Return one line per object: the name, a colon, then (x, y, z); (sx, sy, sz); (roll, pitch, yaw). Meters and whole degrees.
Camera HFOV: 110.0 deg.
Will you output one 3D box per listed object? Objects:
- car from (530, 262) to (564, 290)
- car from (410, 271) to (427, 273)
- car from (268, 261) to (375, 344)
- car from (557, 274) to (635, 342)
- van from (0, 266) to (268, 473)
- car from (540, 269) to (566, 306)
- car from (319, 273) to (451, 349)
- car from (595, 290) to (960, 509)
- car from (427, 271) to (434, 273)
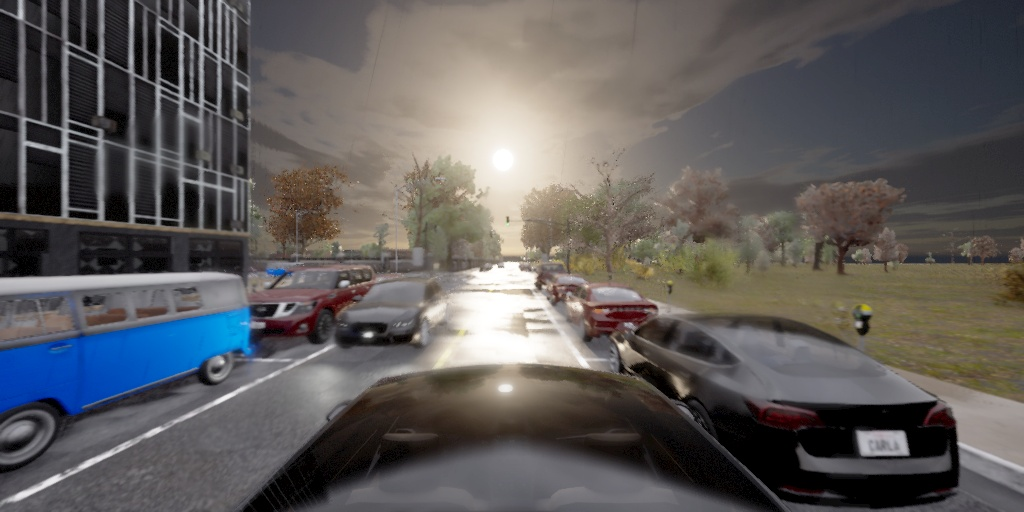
car: (2.690, 1.374, 25.475); (2.192, 1.841, 5.009); (0, 0, 0)
car: (-5.319, 1.475, 15.591); (1.888, 1.381, 4.507); (0, 0, 0)
car: (-5.318, 1.173, 10.044); (2.192, 1.841, 5.009); (0, 0, 0)
car: (2.563, 1.403, 10.080); (1.888, 1.381, 4.507); (0, 0, 0)
van: (-5.317, 1.127, 4.497); (1.690, 1.789, 3.998); (0, 0, 0)
car: (2.577, 1.491, 16.839); (1.888, 1.381, 4.507); (0, 0, 0)
car: (-2.851, 1.356, 9.565); (1.837, 1.490, 4.892); (0, -1, 0)
car: (2.564, 1.352, 4.540); (1.948, 1.339, 4.313); (0, 0, 0)
car: (-5.392, 1.569, 21.134); (1.948, 1.339, 4.313); (0, 0, 0)
